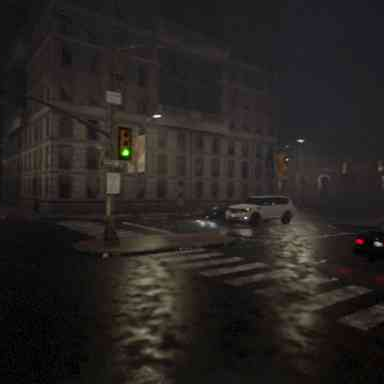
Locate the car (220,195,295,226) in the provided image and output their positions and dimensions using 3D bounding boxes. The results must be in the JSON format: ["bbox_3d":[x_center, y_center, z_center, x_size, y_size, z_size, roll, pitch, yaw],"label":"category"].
[{"bbox_3d":[4.965,1.248,23.704,5.566,2.045,2.150,1,0,-36],"label":"car"}]

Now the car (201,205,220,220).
[{"bbox_3d":[3.299,1.537,26.830,5.357,1.411,2.033,1,0,-36],"label":"car"}]

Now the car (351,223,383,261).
[{"bbox_3d":[7.672,1.651,11.391,5.357,1.411,2.033,1,0,-34],"label":"car"}]
